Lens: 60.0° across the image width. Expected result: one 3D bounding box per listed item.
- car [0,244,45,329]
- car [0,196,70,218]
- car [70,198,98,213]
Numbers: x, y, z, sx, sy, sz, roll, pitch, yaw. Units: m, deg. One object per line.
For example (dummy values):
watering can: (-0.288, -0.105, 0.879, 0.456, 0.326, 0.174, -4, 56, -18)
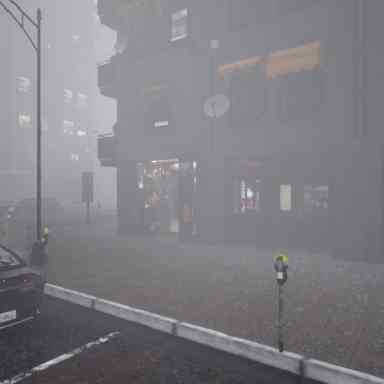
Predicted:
car: (-4.430, 1.551, 6.032, 4.403, 1.369, 2.008, 0, 0, 35)
car: (-11.847, 1.151, 24.578, 2.097, 1.767, 4.553, 0, 1, 34)
car: (-10.908, 1.249, 30.466, 1.752, 1.417, 4.829, 1, 1, 35)
